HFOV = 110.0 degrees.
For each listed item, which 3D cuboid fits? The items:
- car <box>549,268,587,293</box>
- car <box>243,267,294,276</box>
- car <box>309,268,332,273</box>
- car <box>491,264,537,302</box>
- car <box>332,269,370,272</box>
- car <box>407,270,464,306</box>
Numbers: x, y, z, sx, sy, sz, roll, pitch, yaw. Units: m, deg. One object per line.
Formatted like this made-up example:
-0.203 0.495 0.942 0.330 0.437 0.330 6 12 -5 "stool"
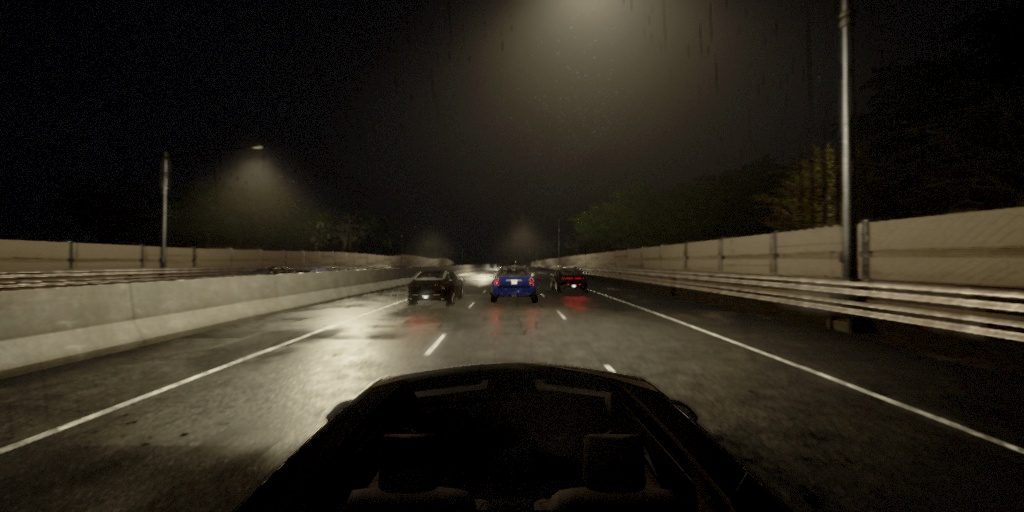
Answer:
3.594 1.523 23.221 1.837 1.490 4.892 0 -1 0 "car"
-21.041 1.683 31.146 1.837 1.490 4.892 0 -2 1 "car"
-17.523 1.781 33.230 1.994 1.385 4.181 0 -1 0 "car"
0.094 1.279 18.237 2.097 1.767 4.553 0 -1 0 "car"
-14.025 1.806 32.650 1.895 1.301 4.718 0 -1 0 "car"
-3.405 1.392 16.565 1.837 1.490 4.892 0 -1 0 "car"
